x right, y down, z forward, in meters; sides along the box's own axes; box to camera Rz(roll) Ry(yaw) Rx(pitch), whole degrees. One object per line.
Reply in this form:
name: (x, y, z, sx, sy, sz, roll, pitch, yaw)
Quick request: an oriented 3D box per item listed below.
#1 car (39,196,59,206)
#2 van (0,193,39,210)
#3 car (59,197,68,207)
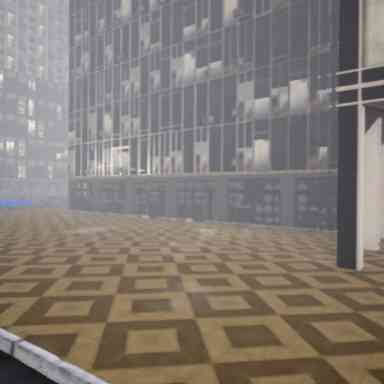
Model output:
car: (-20.421, 1.208, 47.211, 1.802, 1.307, 4.206, 1, 0, 38)
van: (-19.135, 1.038, 35.774, 1.690, 1.788, 3.998, 1, 0, 38)
car: (-14.175, 1.143, 42.404, 1.967, 1.590, 4.097, 1, 0, 38)
